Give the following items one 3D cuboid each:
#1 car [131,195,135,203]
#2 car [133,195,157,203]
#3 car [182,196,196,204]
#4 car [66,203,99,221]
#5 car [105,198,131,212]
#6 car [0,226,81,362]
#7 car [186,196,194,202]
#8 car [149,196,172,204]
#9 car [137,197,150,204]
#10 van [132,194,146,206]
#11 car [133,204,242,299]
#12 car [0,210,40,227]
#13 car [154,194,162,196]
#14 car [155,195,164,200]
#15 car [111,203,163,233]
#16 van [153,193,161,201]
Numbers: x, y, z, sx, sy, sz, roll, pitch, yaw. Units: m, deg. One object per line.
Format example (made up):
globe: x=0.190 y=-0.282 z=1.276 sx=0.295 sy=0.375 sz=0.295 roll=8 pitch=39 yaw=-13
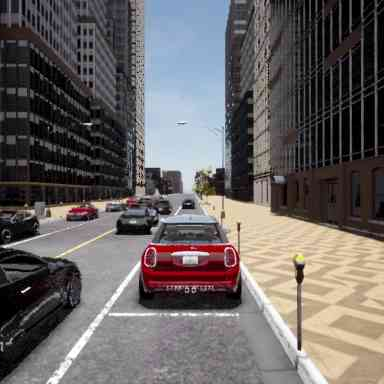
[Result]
car: x=-8.833 y=1.523 z=49.953 sx=1.887 sy=1.381 sz=4.507 roll=0 pitch=0 yaw=0
car: x=-6.190 y=1.488 z=44.176 sx=1.837 sy=1.490 sz=4.892 roll=0 pitch=0 yaw=0
car: x=-0.452 y=1.548 z=44.248 sx=1.947 sy=1.339 sz=4.313 roll=0 pitch=0 yaw=0
car: x=-8.832 y=1.575 z=27.183 sx=1.802 sy=1.307 sz=4.206 roll=0 pitch=0 yaw=0
car: x=-8.833 y=1.537 z=38.569 sx=2.008 sy=1.369 sz=4.403 roll=0 pitch=0 yaw=0
car: x=-3.145 y=1.525 z=4.842 sx=1.812 sy=1.442 sz=4.674 roll=0 pitch=0 yaw=0
car: x=-0.452 y=1.533 z=78.399 sx=1.802 sy=1.307 sz=4.206 roll=0 pitch=0 yaw=0
car: x=-3.094 y=1.513 z=35.059 sx=1.812 sy=1.442 sz=4.674 roll=0 pitch=0 yaw=0
car: x=-8.832 y=1.551 z=61.338 sx=1.802 sy=1.307 sz=4.206 roll=0 pitch=0 yaw=0
van: x=-8.832 y=1.315 z=55.646 sx=1.690 sy=1.788 sz=3.998 roll=0 pitch=0 yaw=0
car: x=-0.032 y=1.352 z=8.619 sx=2.097 sy=1.767 sz=4.553 roll=0 pitch=0 yaw=0
car: x=-8.833 y=1.563 z=15.800 sx=1.947 sy=1.339 sz=4.313 roll=0 pitch=0 yaw=0
car: x=-8.832 y=1.391 z=78.413 sx=1.967 sy=1.590 sz=4.097 roll=0 pitch=0 yaw=0
car: x=-8.832 y=1.504 z=89.799 sx=1.947 sy=1.339 sz=4.313 roll=0 pitch=0 yaw=0
car: x=-3.098 y=1.561 z=19.580 sx=1.994 sy=1.385 sz=4.181 roll=0 pitch=0 yaw=0
van: x=-8.831 y=1.286 z=84.106 sx=1.690 sy=1.788 sz=3.998 roll=0 pitch=0 yaw=0
